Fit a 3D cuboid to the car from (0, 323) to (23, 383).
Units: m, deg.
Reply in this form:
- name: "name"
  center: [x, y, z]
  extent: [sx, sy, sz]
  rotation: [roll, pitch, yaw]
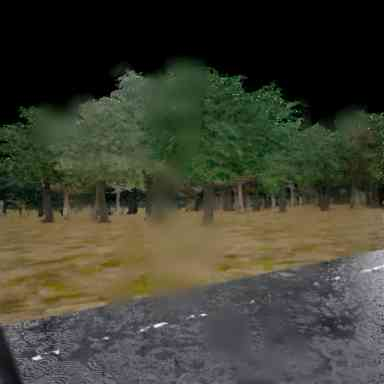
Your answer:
- name: "car"
  center: [-3.426, 1.595, 1.551]
  extent: [4.718, 1.301, 1.895]
  rotation: [0, 0, -35]
